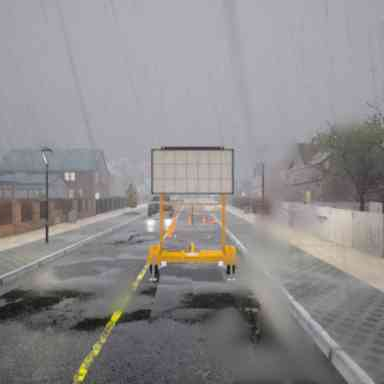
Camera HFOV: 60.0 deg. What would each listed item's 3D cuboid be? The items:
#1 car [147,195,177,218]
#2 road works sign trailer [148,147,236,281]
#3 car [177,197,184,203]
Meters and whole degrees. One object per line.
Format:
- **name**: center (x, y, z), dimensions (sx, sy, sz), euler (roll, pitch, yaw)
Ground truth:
- **car**: center (-2.839, 1.260, 31.347), dimensions (2.150, 2.045, 5.566), euler (0, 0, 0)
- **road works sign trailer**: center (0.016, 0.468, 9.850), dimensions (2.380, 3.560, 2.880), euler (0, 0, 0)
- **car**: center (-2.728, 1.746, 72.759), dimensions (1.994, 1.385, 4.181), euler (0, 0, 0)
